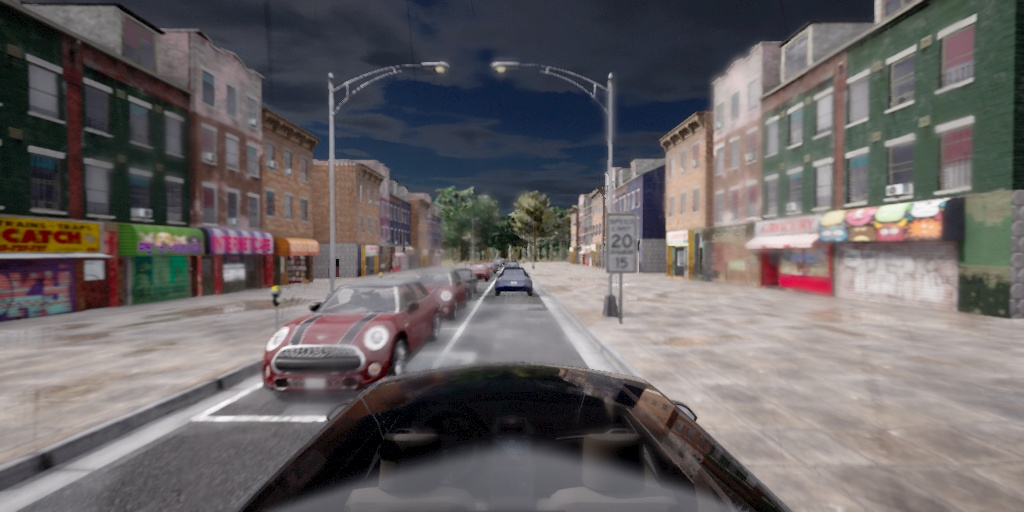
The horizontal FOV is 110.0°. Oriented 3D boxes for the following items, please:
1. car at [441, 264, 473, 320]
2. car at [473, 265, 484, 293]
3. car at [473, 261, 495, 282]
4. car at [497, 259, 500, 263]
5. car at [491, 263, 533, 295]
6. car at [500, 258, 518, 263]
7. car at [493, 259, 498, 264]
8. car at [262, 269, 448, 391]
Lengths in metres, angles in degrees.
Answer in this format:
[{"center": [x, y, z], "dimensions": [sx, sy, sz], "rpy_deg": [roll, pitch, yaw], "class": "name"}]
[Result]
[{"center": [-2.640, 1.181, 12.245], "dimensions": [1.967, 1.591, 4.097], "rpy_deg": [0, 0, 0], "class": "car"}, {"center": [-2.641, 1.304, 17.679], "dimensions": [1.948, 1.339, 4.313], "rpy_deg": [0, 0, 0], "class": "car"}, {"center": [-2.643, 1.280, 28.548], "dimensions": [1.888, 1.381, 4.507], "rpy_deg": [0, 0, 0], "class": "car"}, {"center": [-2.644, 1.280, 39.418], "dimensions": [1.888, 1.381, 4.507], "rpy_deg": [0, 0, 0], "class": "car"}, {"center": [0.097, 1.302, 19.764], "dimensions": [1.994, 1.385, 4.181], "rpy_deg": [0, 0, 0], "class": "car"}, {"center": [0.032, 1.284, 40.491], "dimensions": [2.033, 1.411, 5.357], "rpy_deg": [0, 0, 1], "class": "car"}, {"center": [-2.643, 1.286, 33.983], "dimensions": [2.007, 1.370, 4.403], "rpy_deg": [0, 0, 0], "class": "car"}, {"center": [-2.639, 1.185, 6.810], "dimensions": [1.967, 1.591, 4.097], "rpy_deg": [0, 0, 0], "class": "car"}]
